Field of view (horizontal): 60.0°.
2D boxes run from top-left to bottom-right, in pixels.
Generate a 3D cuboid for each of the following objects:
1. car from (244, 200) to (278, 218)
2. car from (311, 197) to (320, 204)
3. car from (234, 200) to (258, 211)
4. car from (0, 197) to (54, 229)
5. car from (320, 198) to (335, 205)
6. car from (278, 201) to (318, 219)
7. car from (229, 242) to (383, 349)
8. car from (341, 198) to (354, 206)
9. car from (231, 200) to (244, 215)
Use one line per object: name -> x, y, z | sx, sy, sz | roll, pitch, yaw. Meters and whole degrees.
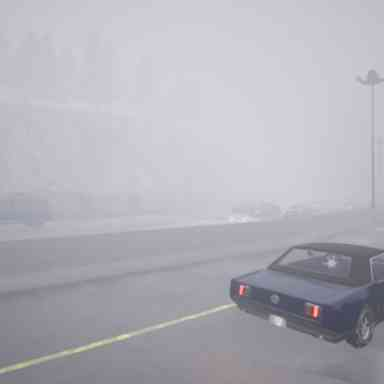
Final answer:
car -> 7.323, 1.704, 32.941 | 2.128, 1.511, 4.902 | 0, 0, 32
car -> 27.883, 1.963, 74.501 | 2.128, 1.511, 4.902 | 0, 0, 30
car -> 7.787, 1.833, 47.333 | 1.812, 1.442, 4.674 | 0, -1, 31
car -> -11.906, 1.380, 21.456 | 5.566, 2.045, 2.150 | 0, 0, -39
car -> 28.048, 1.929, 67.866 | 1.812, 1.442, 4.674 | 0, 0, 30
car -> 9.706, 1.792, 30.152 | 1.895, 1.301, 4.718 | 0, 0, 33
car -> 2.977, 1.642, 6.397 | 4.718, 1.301, 1.895 | 0, 0, -40
car -> 30.435, 1.894, 65.017 | 1.837, 1.490, 4.892 | 0, 0, 30
car -> 6.108, 1.723, 37.597 | 1.882, 1.535, 5.008 | 0, -1, 31
